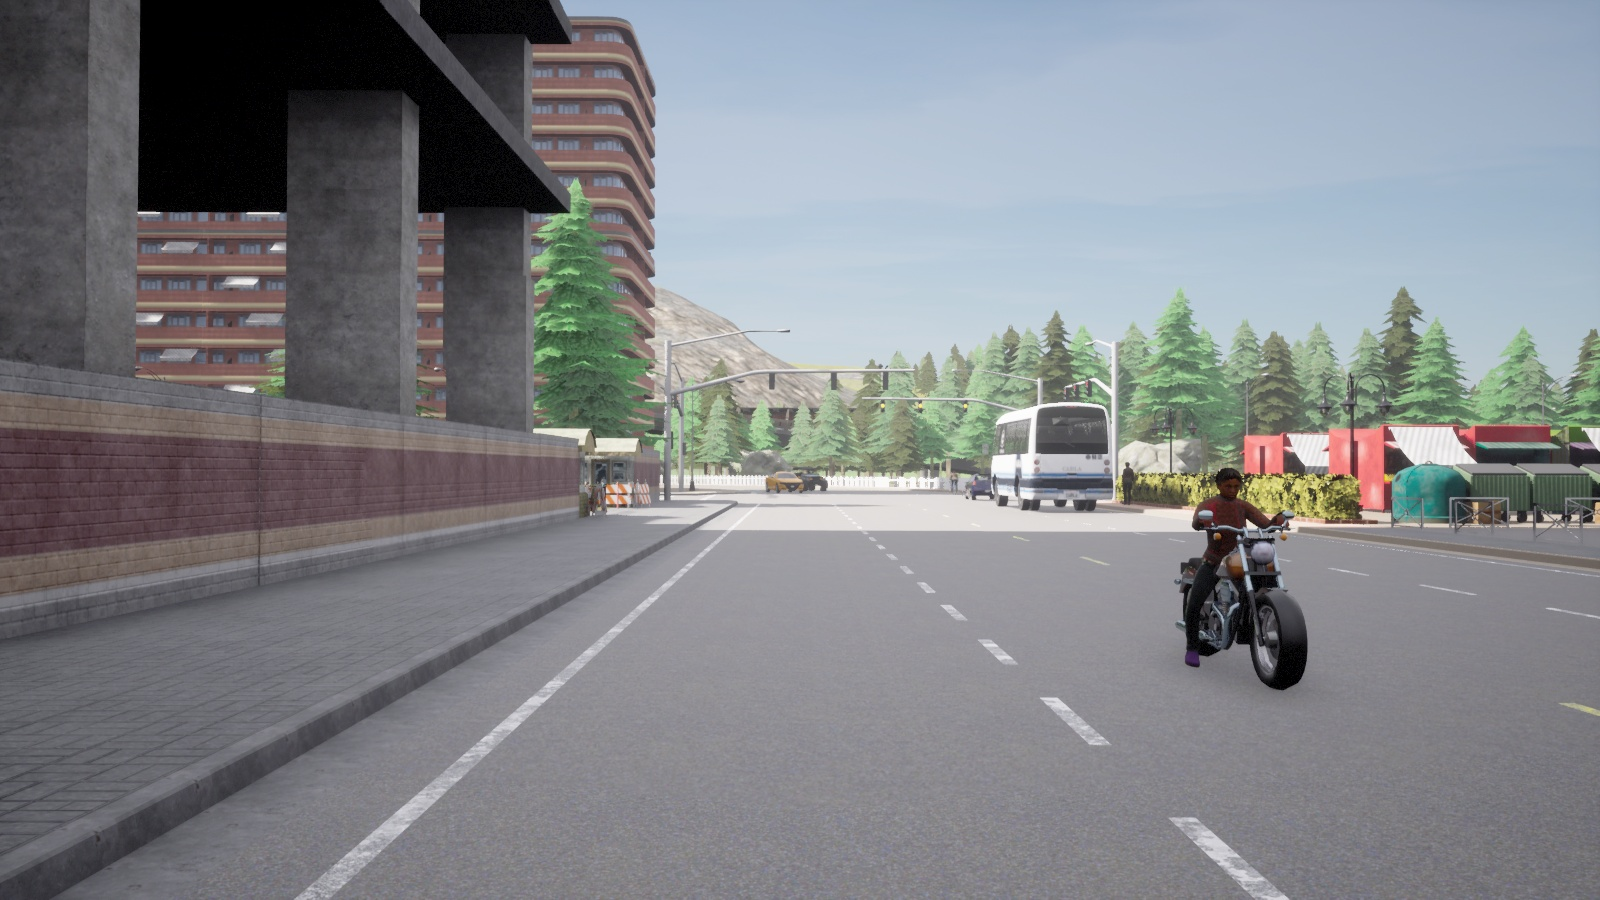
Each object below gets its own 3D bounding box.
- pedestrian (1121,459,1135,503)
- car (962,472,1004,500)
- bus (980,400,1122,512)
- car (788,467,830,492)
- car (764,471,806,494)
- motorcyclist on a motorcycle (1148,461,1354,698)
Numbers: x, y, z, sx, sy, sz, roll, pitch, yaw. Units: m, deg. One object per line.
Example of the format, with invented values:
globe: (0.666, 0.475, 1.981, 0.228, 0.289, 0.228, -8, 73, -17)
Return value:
pedestrian: (13.826, 1.301, 52.979, 0.328, 1.805, 0.869, 0, -1, -3)
car: (10.323, 2.018, 71.138, 1.845, 1.501, 3.633, 0, -1, 0)
bus: (10.362, 0.289, 53.276, 3.944, 4.253, 10.273, 0, -1, 0)
car: (0.654, 2.218, 96.106, 1.905, 1.878, 3.866, 0, -1, -22)
car: (-1.120, 2.303, 89.902, 1.882, 1.535, 5.008, 0, -1, -15)
motorcyclist on a motorcycle: (3.475, 0.918, 9.942, 0.766, 1.649, 2.350, 0, -1, 0)
